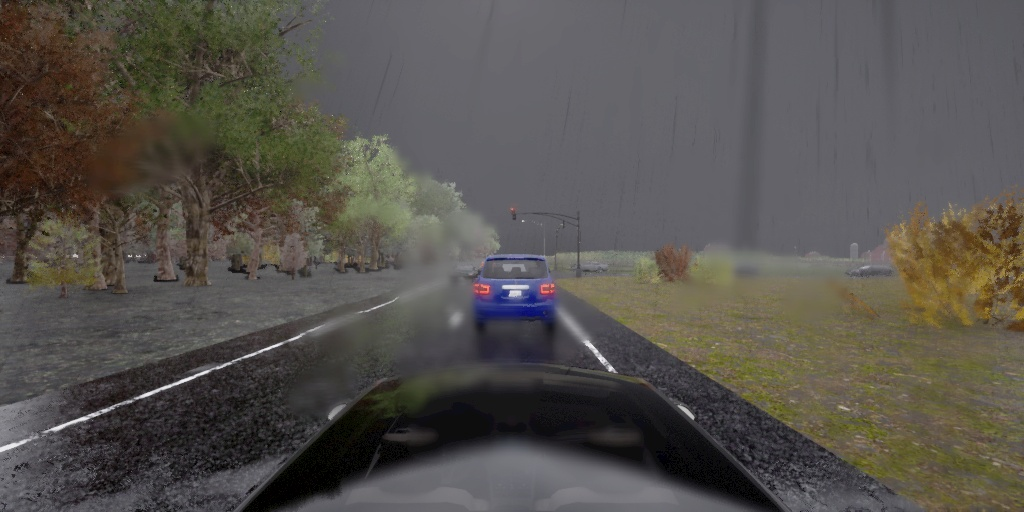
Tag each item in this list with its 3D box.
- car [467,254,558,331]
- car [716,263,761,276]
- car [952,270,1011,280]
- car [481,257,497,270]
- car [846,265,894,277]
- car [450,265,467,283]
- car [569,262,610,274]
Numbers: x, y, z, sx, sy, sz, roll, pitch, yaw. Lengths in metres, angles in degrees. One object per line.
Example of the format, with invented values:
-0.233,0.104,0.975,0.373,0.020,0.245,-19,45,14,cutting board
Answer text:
0.088,0.974,11.080,2.150,2.045,5.566,0,0,0,car
27.060,1.596,43.023,4.902,1.511,2.128,1,-1,0,car
50.971,1.851,39.316,5.357,1.411,2.033,1,-1,1,car
-3.472,1.107,54.893,2.097,1.767,4.553,0,0,0,car
42.847,1.801,42.953,4.674,1.442,1.812,0,-1,0,car
-3.434,1.356,27.485,1.895,1.301,4.718,0,0,0,car
9.428,1.415,43.870,4.902,1.511,2.128,0,-1,12,car
